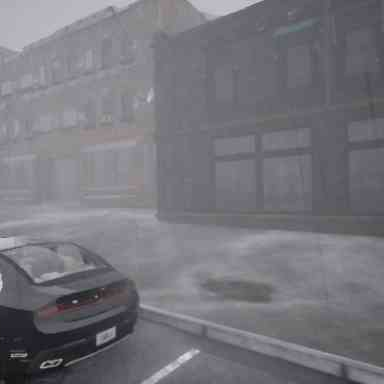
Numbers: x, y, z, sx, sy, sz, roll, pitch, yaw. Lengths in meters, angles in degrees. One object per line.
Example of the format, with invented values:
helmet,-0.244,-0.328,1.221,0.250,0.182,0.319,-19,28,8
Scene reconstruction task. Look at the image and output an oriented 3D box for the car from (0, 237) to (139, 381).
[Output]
car,-3.027,1.486,5.433,4.892,1.521,2.231,0,0,35
